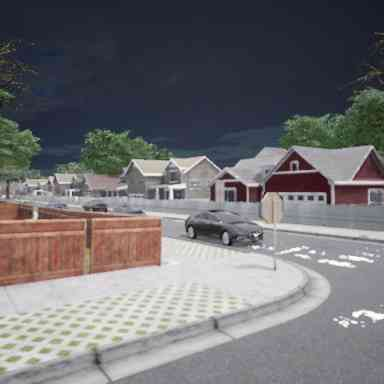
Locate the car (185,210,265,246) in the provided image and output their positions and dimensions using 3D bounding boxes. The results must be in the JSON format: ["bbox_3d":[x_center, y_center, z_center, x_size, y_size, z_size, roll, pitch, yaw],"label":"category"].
[{"bbox_3d":[1.463,1.683,16.624,1.837,1.490,4.892,-1,0,-33],"label":"car"}]

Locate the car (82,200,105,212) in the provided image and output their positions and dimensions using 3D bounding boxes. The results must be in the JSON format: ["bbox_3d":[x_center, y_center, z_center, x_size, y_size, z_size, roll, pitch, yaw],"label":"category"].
[{"bbox_3d":[-11.856,1.786,40.330,1.837,1.490,4.892,-1,0,-36],"label":"car"}]

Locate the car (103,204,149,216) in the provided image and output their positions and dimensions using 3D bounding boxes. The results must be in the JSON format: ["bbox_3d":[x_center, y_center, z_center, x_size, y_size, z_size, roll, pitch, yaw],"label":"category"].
[{"bbox_3d":[-4.917,1.809,25.622,1.994,1.385,4.181,-1,0,-36],"label":"car"}]

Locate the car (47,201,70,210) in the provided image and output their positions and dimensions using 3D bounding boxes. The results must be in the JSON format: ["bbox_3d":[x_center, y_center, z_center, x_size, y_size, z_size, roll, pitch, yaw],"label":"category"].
[{"bbox_3d":[-17.544,1.897,43.304,2.033,1.411,5.357,-1,0,-35],"label":"car"}]
